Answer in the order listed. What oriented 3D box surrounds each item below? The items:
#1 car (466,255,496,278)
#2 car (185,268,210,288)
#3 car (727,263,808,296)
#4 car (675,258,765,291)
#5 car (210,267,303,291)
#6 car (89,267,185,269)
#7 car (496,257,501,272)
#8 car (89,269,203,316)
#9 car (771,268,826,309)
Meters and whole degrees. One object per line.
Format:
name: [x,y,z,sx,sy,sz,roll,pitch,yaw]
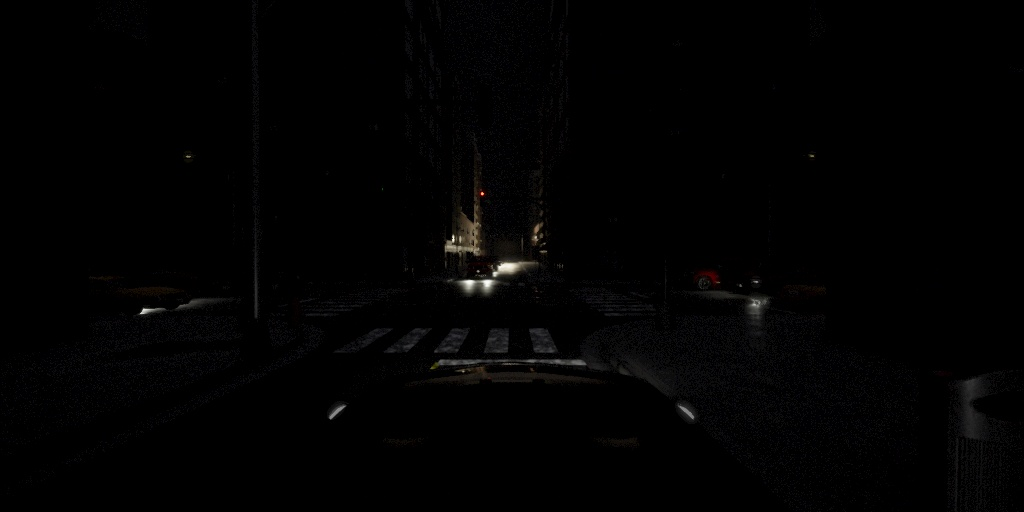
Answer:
car: [-2.907,0.962,33.542,2.150,2.045,5.566,0,0,0]
car: [-19.980,1.326,20.959,4.207,1.307,1.802,0,0,0]
car: [14.086,1.253,18.434,4.674,1.442,1.812,0,0,0]
car: [12.316,1.031,20.974,5.009,1.841,2.192,0,0,0]
car: [-14.567,1.306,20.961,4.313,1.339,1.948,0,0,0]
car: [-17.492,1.273,15.470,4.892,1.490,1.837,0,0,0]
car: [-2.933,0.953,47.289,2.150,2.045,5.566,0,0,0]
car: [-14.402,1.303,12.936,4.829,1.417,1.751,0,0,0]
car: [12.481,1.280,12.949,4.829,1.417,1.751,0,0,0]
